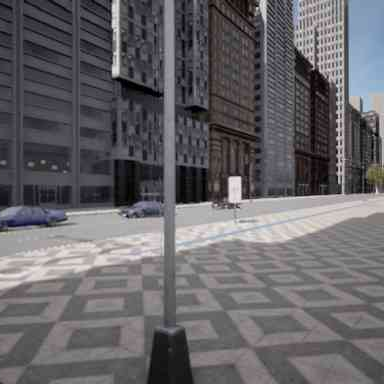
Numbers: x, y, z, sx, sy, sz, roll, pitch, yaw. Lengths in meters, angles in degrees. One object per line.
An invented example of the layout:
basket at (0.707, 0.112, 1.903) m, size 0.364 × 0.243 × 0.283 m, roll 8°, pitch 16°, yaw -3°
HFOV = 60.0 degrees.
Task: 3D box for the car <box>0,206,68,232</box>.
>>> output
car at (-10.502, 1.579, 20.811) m, size 2.033 × 1.411 × 5.357 m, roll 0°, pitch 0°, yaw 36°

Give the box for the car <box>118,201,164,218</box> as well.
car at (-4.059, 1.511, 29.730) m, size 2.033 × 1.411 × 5.357 m, roll 0°, pitch 0°, yaw 36°

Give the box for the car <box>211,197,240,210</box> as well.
car at (4.206, 1.374, 41.140) m, size 1.837 × 1.490 × 4.892 m, roll 0°, pitch 1°, yaw 36°
